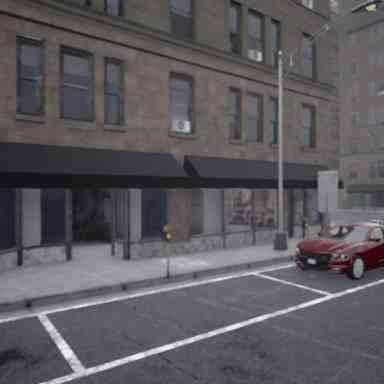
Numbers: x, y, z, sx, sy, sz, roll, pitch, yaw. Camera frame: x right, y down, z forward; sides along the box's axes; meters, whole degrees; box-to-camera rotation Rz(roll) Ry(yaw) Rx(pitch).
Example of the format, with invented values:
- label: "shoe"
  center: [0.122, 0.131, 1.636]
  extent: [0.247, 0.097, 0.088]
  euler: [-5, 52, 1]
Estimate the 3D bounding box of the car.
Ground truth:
- label: "car"
  center: [5.001, 1.605, 10.099]
  extent: [4.507, 1.381, 1.887]
  euler: [0, -1, -35]
